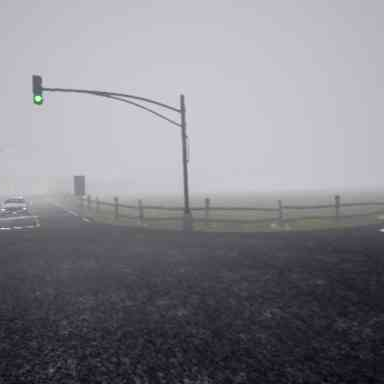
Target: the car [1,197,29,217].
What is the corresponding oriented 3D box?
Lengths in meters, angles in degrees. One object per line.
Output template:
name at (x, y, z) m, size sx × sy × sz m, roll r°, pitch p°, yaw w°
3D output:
car at (-14.690, 1.166, 27.679) m, size 2.033 × 1.411 × 5.357 m, roll -3°, pitch 2°, yaw -27°
